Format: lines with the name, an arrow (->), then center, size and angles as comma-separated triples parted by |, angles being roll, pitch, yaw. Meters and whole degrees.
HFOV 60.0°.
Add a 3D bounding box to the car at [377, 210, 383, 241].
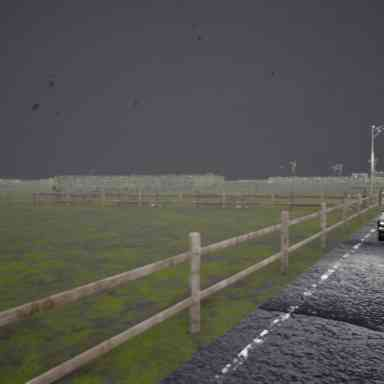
car -> 8.332, 1.087, 12.676 | 1.895, 1.301, 4.718 | 2, 3, 35
